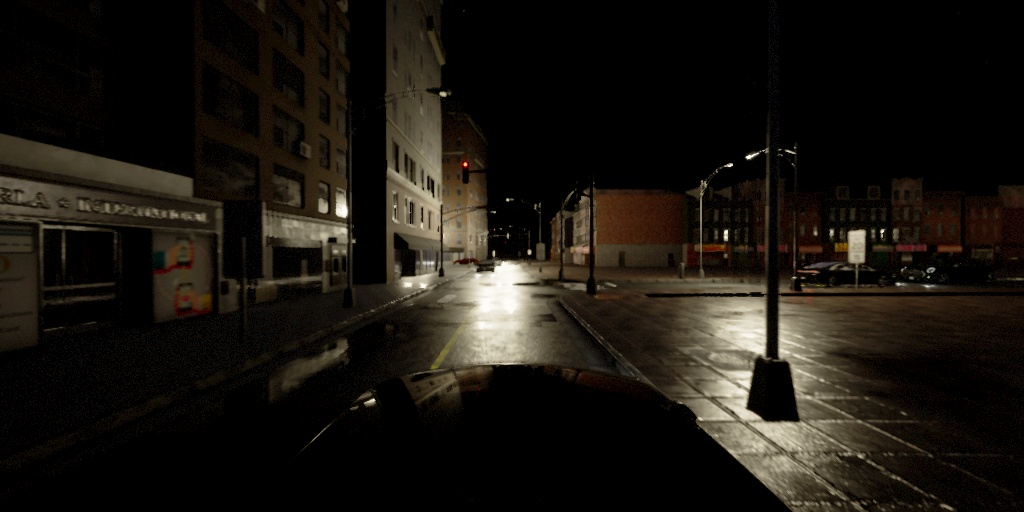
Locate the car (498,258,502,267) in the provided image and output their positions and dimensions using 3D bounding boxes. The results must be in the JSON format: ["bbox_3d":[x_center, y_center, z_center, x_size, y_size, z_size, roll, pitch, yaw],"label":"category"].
[{"bbox_3d":[-2.759,1.053,59.641,1.812,1.442,4.674,0,0,0],"label":"car"}]

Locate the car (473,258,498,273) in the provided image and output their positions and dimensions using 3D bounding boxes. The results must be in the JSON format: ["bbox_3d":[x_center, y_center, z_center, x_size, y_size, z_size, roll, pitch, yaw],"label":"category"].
[{"bbox_3d":[-2.834,1.076,39.591,1.882,1.535,5.008,0,0,0],"label":"car"}]

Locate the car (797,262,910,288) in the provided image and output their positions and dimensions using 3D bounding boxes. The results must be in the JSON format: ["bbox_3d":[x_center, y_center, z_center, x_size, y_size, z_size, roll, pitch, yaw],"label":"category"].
[{"bbox_3d":[19.341,1.089,20.840,4.902,1.511,2.128,0,0,0],"label":"car"}]

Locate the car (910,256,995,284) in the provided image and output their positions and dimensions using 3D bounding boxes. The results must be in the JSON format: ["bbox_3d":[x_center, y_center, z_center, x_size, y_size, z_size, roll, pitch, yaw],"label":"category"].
[{"bbox_3d":[28.732,0.895,23.791,4.553,1.767,2.097,0,0,0],"label":"car"}]
